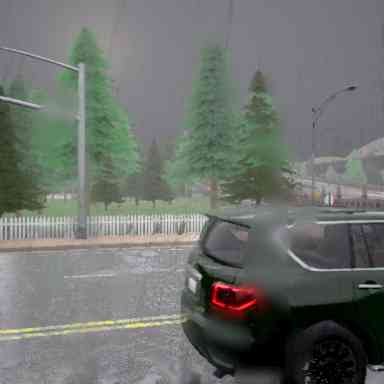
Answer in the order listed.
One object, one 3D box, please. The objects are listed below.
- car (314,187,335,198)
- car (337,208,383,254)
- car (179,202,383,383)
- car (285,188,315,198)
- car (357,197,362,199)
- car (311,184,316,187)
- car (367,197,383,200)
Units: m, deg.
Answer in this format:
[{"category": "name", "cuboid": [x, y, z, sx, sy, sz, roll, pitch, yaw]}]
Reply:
[{"category": "car", "cuboid": [23.248, 0.453, 59.169, 1.882, 1.535, 5.008, 0, 5, -15]}, {"category": "car", "cuboid": [8.737, 1.477, 13.610, 5.008, 1.535, 1.882, 0, 0, -14]}, {"category": "car", "cuboid": [2.603, 1.221, 4.698, 5.566, 2.045, 2.150, 0, 0, -14]}, {"category": "car", "cuboid": [17.201, 0.433, 54.674, 2.150, 2.045, 5.566, 0, 4, -15]}, {"category": "car", "cuboid": [23.728, 1.352, 44.233, 1.882, 1.535, 5.008, 0, 1, -16]}, {"category": "car", "cuboid": [26.113, -1.239, 75.360, 2.128, 1.511, 4.902, 0, 7, -15]}, {"category": "car", "cuboid": [22.011, 1.512, 37.395, 1.812, 1.442, 4.674, 0, 0, -16]}]
